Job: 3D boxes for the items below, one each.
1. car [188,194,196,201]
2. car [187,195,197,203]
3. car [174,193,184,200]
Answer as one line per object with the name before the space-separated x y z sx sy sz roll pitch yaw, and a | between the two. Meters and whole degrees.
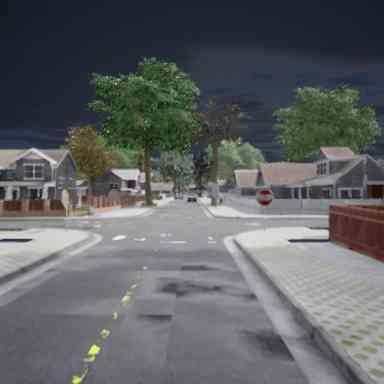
car | 0.002 1.268 76.691 1.994 1.385 4.181 0 0 0
car | 0.001 1.358 66.272 1.882 1.535 5.008 0 0 0
car | -2.749 0.990 70.442 1.837 1.490 4.892 0 0 0
